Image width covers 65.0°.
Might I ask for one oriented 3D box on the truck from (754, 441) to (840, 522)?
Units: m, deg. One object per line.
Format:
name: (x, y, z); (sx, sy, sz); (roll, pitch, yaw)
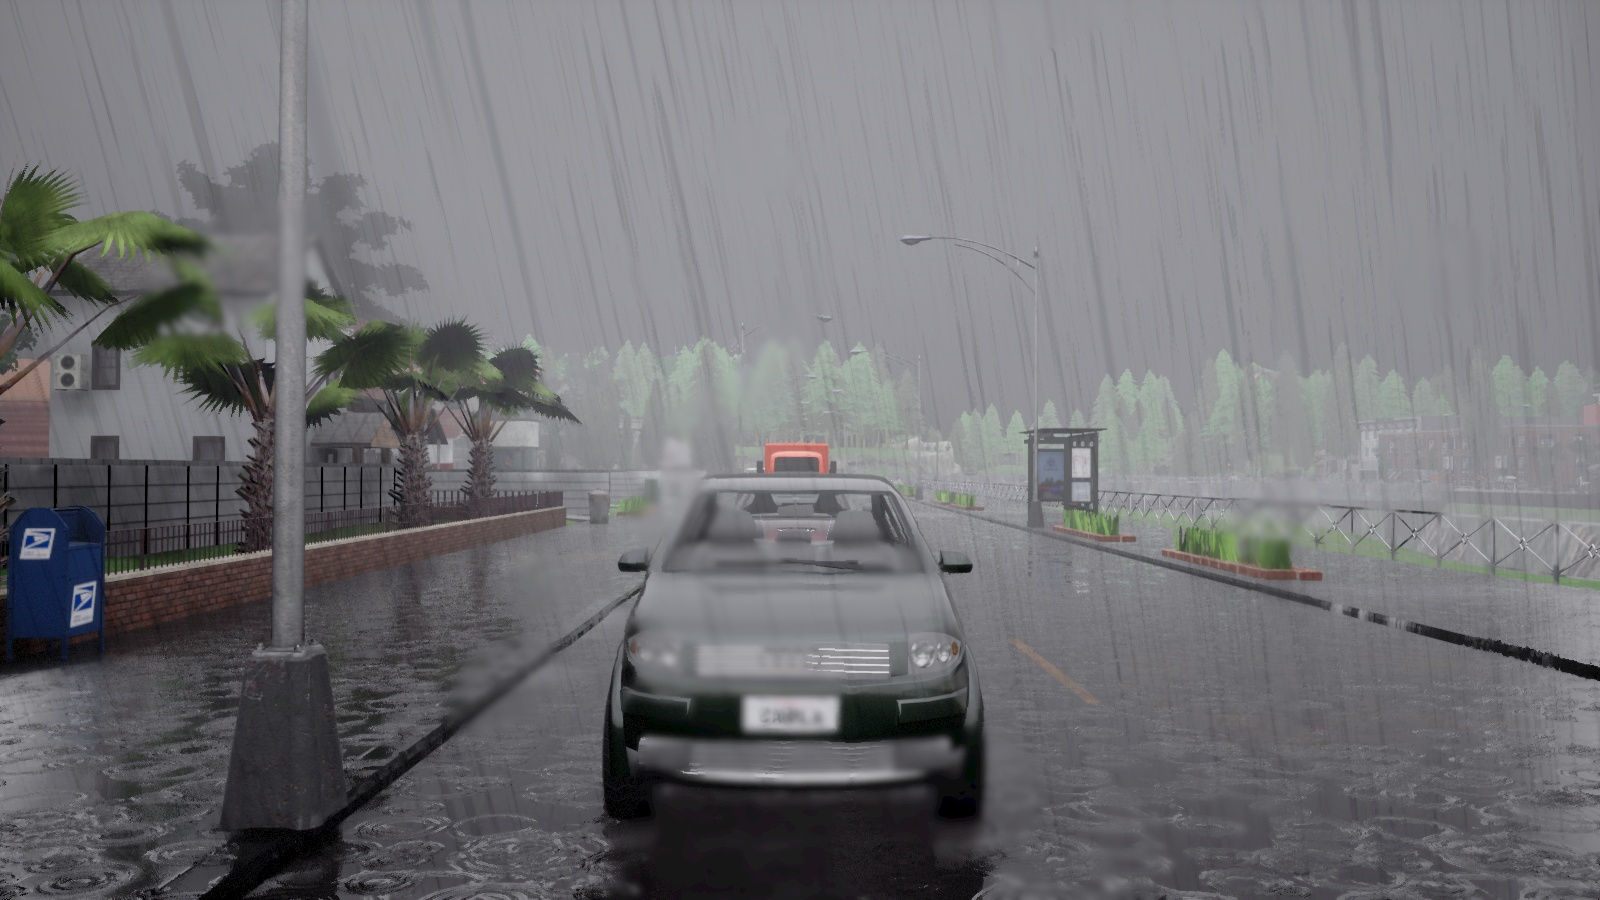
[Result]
truck: (-0.107, 1.018, 41.207); (2.627, 2.467, 5.204); (0, -1, 0)

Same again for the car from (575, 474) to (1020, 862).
car: (-0.019, 0.909, 6.911); (1.789, 1.549, 3.705); (0, -1, 0)
